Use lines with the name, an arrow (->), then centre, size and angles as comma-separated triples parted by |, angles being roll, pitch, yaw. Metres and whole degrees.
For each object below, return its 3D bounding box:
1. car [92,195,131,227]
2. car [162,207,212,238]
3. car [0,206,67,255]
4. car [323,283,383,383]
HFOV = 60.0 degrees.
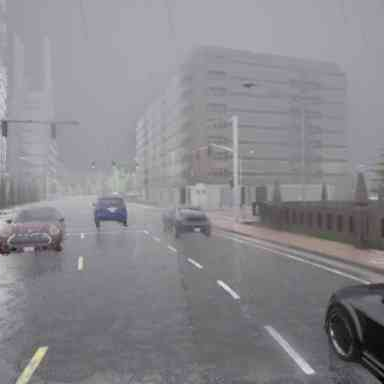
car -> -6.083, 1.379, 24.557 | 2.150, 2.045, 5.566 | 0, 0, -17
car -> -0.397, 1.566, 18.103 | 1.837, 1.490, 4.892 | 0, 0, -16
car -> -6.456, 1.446, 13.950 | 2.097, 1.767, 4.553 | 0, 0, -18
car -> 3.069, 1.551, 3.302 | 1.994, 1.385, 4.181 | 0, 0, -5
